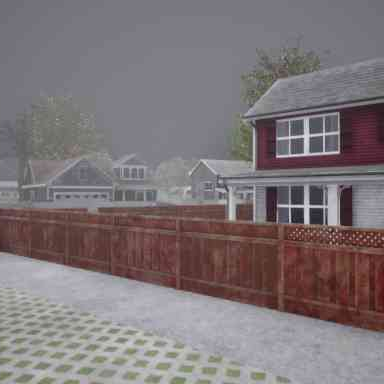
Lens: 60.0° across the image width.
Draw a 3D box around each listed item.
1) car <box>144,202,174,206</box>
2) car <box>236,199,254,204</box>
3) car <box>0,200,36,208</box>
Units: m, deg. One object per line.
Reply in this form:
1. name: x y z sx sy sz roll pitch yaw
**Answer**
1. car: -3.104 1.637 28.346 4.892 1.490 1.837 1 -1 -35
2. car: 5.529 1.534 34.292 4.553 1.767 2.097 0 0 -33
3. car: -12.240 1.425 21.599 4.553 1.767 2.097 0 0 -37
